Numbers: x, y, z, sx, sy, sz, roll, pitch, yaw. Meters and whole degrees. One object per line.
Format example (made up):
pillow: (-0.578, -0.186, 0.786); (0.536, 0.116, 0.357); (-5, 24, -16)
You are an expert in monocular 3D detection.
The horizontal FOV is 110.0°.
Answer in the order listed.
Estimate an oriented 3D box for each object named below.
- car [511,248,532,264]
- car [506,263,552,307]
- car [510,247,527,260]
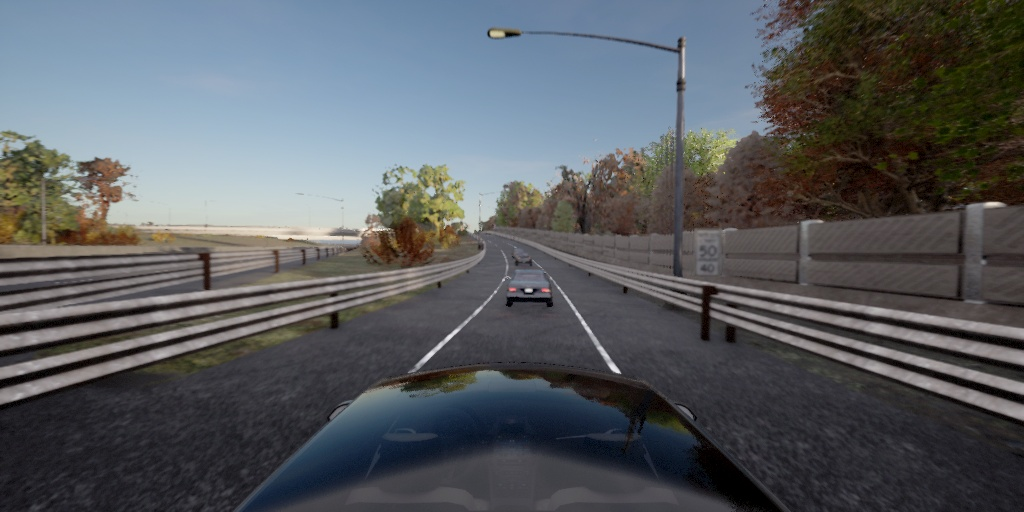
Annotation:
car: (1.219, 0.286, 40.378); (2.128, 1.511, 4.902); (1, 3, -2)
car: (0.738, 1.258, 15.434); (2.033, 1.411, 5.357); (1, 1, 3)
car: (0.847, -0.410, 51.036); (2.033, 1.411, 5.357); (1, 5, -3)
